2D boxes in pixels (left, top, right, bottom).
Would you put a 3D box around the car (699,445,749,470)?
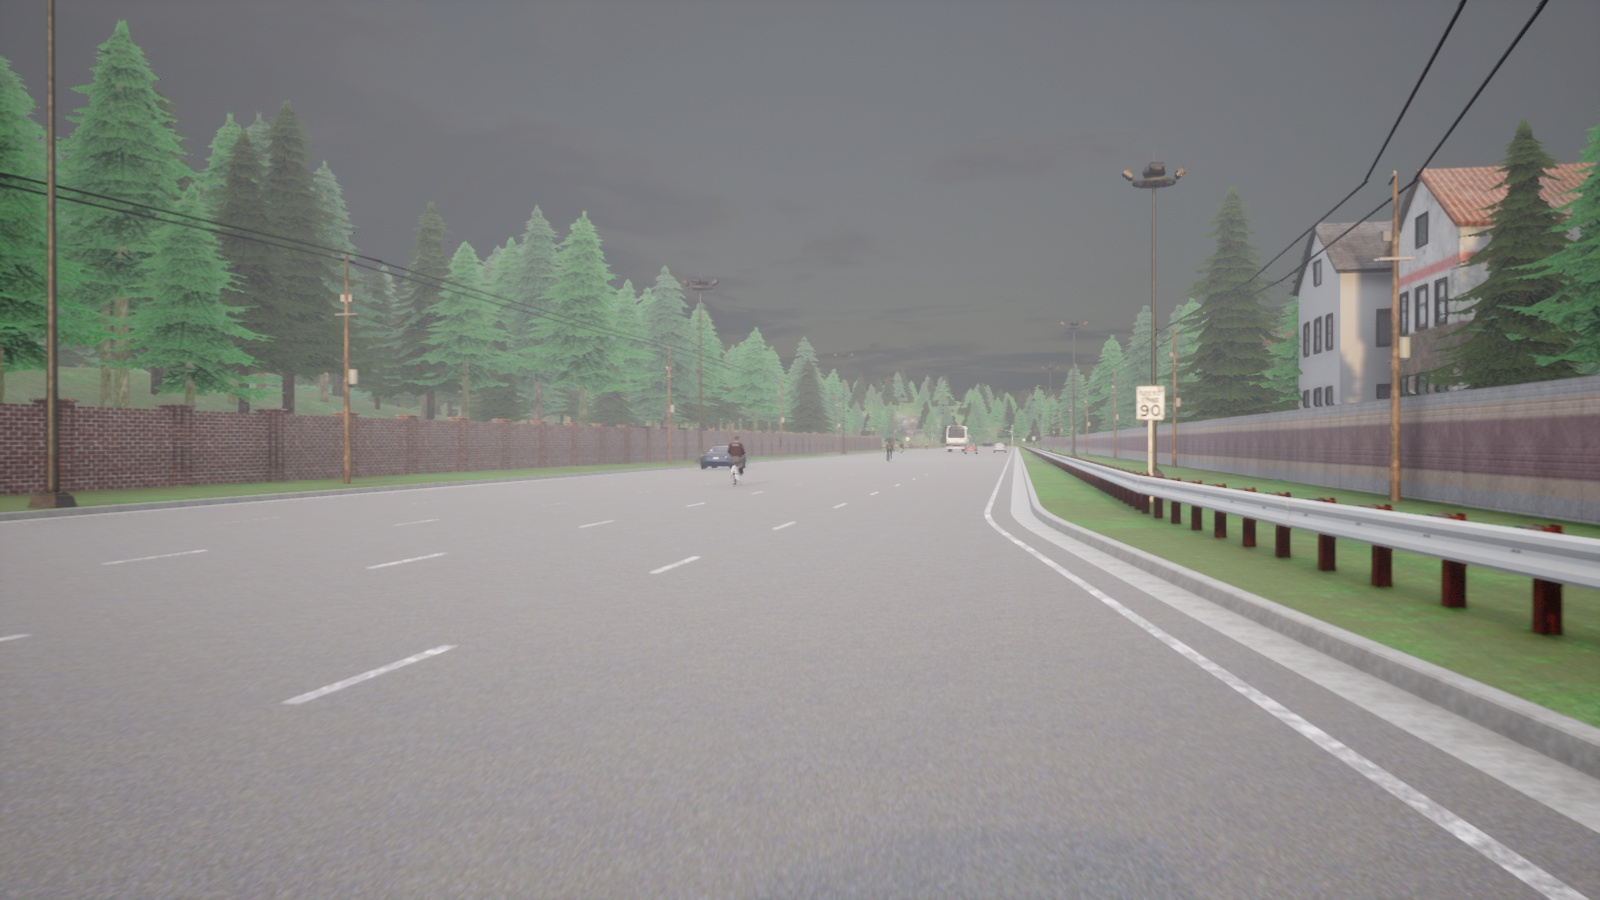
[{"bbox_3d":[-4.295,0.402,71.671,1.994,1.385,4.181,0,0,10],"label":"car"}]
